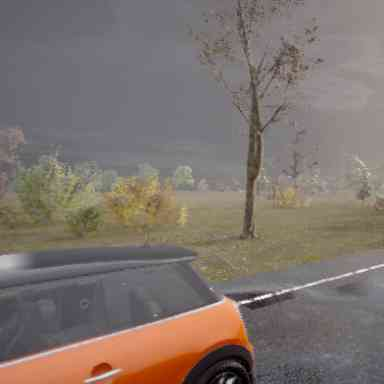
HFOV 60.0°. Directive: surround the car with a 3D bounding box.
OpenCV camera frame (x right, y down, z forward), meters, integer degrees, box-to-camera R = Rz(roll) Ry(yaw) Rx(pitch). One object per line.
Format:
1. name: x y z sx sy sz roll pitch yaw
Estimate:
1. car: -1.638 1.351 2.824 4.553 1.767 2.097 0 0 -36
